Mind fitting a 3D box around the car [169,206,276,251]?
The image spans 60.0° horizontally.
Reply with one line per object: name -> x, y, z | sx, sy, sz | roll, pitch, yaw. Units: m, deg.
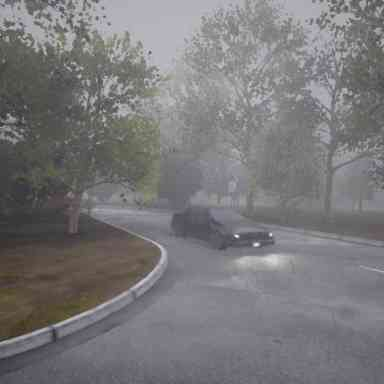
car -> 0.882, 1.271, 13.106 | 2.033, 1.411, 5.357 | 1, 0, -27

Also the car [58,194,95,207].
car -> -11.296, 0.897, 31.625 | 4.181, 1.385, 1.994 | 1, -1, 24
